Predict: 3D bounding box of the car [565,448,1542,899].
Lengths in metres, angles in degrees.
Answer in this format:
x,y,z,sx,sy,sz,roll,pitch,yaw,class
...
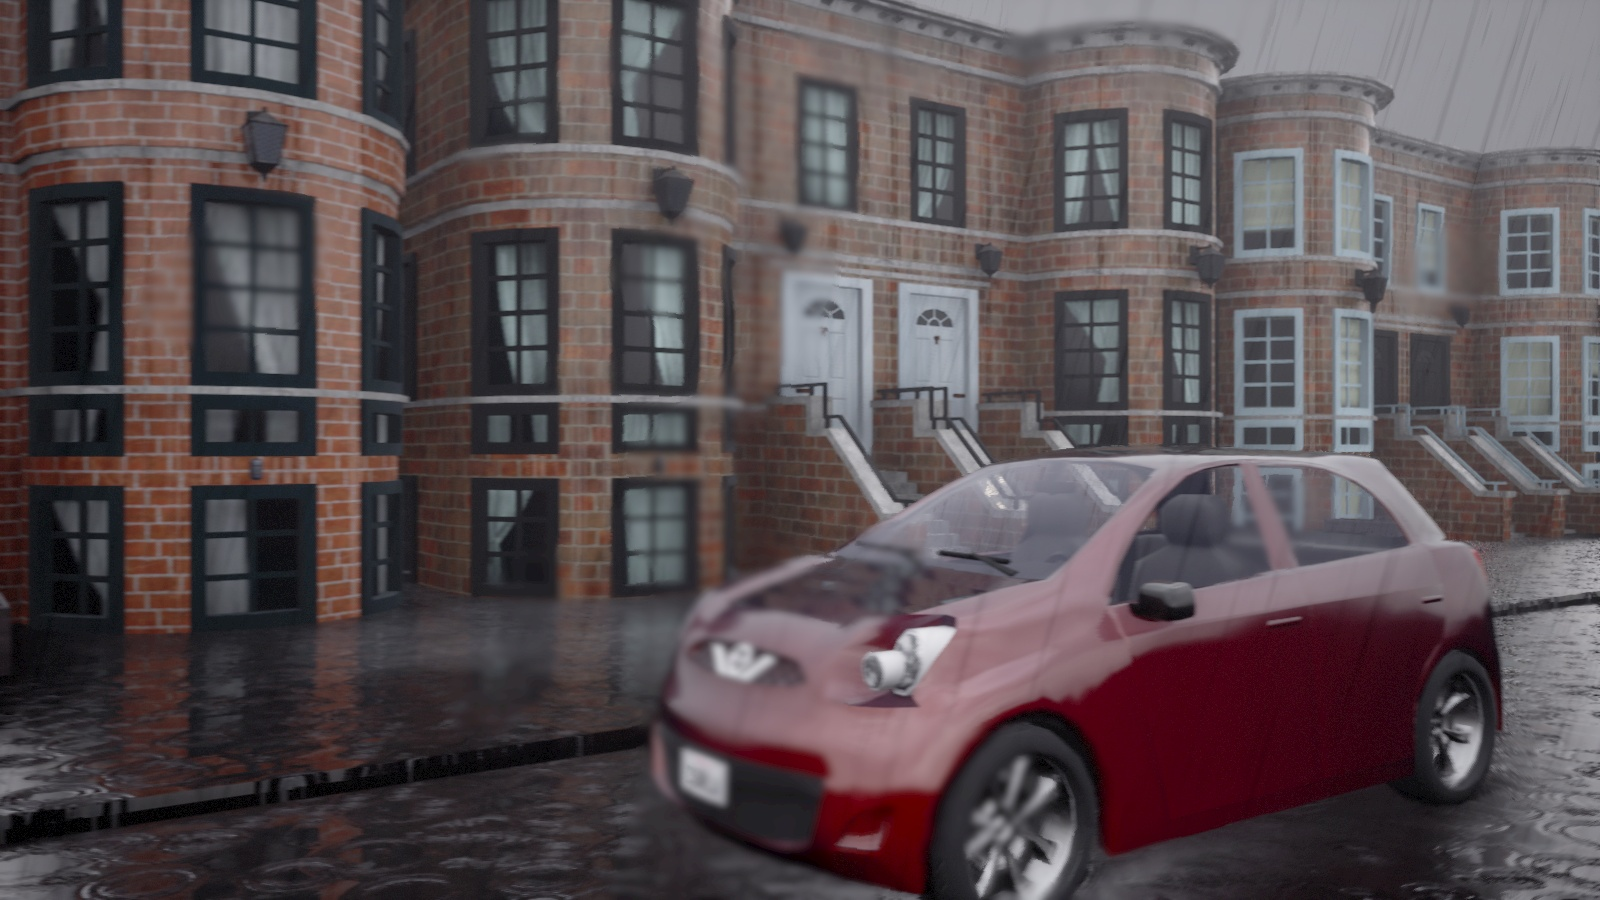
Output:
x,y,z,sx,sy,sz,roll,pitch,yaw,class
1.128,0.755,5.054,3.633,1.501,1.845,0,0,-35,car
